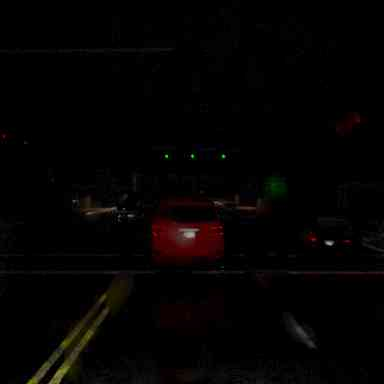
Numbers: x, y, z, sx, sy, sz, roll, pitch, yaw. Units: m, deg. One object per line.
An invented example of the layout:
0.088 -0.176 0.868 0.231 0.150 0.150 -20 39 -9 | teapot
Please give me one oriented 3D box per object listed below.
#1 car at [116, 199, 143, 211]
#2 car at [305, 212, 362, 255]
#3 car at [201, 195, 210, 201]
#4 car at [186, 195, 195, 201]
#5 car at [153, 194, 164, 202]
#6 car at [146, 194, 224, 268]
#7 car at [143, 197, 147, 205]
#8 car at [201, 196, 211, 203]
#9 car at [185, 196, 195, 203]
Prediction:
-7.747 1.561 40.513 2.033 1.411 5.357 0 0 1 | car
5.691 1.529 13.314 1.812 1.442 4.674 -1 0 27 | car
3.110 1.489 79.739 1.994 1.385 4.181 0 0 0 | car
-0.389 1.498 79.835 1.994 1.385 4.181 0 0 0 | car
-7.431 1.275 73.725 1.882 1.535 5.008 0 0 0 | car
-0.374 1.226 11.510 2.150 2.045 5.566 0 0 -7 | car
-7.578 1.544 57.961 1.812 1.442 4.674 0 0 1 | car
3.054 1.575 71.454 1.994 1.385 4.181 0 0 0 | car
-0.446 1.575 71.477 1.994 1.385 4.181 0 0 0 | car
